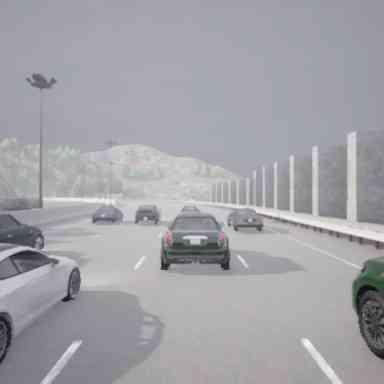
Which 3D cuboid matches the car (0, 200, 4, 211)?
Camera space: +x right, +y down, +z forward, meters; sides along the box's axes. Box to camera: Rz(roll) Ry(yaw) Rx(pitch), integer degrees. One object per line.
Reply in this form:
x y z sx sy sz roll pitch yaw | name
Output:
-29.021 2.002 47.413 1.882 1.535 5.008 1 0 -4 | car

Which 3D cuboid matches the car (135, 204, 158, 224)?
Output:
-3.652 1.819 28.057 1.837 1.490 4.892 0 -1 -1 | car

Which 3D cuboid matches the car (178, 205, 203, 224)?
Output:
-0.167 1.886 28.614 1.994 1.385 4.181 0 -1 -2 | car

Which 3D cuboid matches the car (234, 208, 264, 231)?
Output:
3.488 1.803 22.637 2.033 1.411 5.357 0 -1 -1 | car

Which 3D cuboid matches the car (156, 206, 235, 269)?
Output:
0.091 1.485 11.742 2.097 1.767 4.553 0 -1 0 | car

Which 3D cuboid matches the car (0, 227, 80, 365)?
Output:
-3.407 1.589 5.574 1.812 1.442 4.674 0 -1 0 | car

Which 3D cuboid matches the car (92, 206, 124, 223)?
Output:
-7.169 1.884 28.598 1.994 1.385 4.181 0 -1 -2 | car

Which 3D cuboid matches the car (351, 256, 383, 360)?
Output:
3.599 1.256 2.910 2.150 2.045 5.566 0 -1 0 | car

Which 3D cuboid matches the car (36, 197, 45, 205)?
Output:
-26.936 1.852 56.840 2.150 2.045 5.566 0 -1 -8 | car

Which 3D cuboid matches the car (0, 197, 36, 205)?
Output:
-17.983 1.586 32.777 2.150 2.045 5.566 0 -1 -2 | car

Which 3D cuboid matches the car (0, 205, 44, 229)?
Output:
-6.907 1.479 11.338 2.097 1.767 4.553 0 -1 0 | car
